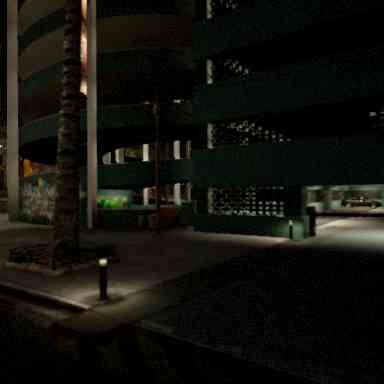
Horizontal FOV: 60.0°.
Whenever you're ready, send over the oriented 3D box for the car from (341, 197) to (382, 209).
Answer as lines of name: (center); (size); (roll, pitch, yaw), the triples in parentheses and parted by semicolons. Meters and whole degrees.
car: (21.496, 1.381, 42.354); (4.674, 1.452, 2.002); (-1, 0, 35)
